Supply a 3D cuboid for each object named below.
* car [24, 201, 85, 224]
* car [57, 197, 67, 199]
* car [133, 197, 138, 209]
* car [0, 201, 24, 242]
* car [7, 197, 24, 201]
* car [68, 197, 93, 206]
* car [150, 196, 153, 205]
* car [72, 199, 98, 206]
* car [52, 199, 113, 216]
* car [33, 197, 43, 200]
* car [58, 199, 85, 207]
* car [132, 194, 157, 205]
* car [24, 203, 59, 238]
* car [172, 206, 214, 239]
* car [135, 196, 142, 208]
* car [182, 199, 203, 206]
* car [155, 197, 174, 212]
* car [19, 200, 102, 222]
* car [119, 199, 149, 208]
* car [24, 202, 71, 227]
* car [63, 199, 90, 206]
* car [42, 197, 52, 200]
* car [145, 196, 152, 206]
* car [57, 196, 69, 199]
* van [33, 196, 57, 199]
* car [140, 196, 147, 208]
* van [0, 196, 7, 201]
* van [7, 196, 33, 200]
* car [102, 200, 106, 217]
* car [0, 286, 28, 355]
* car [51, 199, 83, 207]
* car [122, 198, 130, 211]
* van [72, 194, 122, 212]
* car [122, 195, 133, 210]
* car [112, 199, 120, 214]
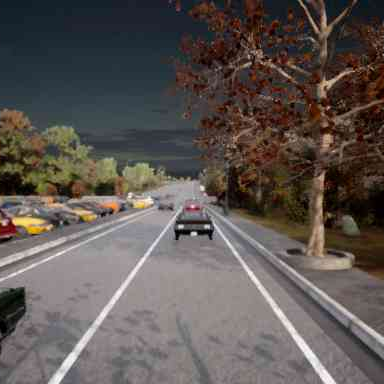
[{"bbox_3d":[-10.292,1.592,22.808,4.892,1.521,2.231,0,0,0],"label":"car"},{"bbox_3d":[-23.303,1.910,53.387,4.792,1.488,2.163,0,-1,0],"label":"car"},{"bbox_3d":[-10.255,1.767,45.018,4.892,1.521,2.231,0,-1,0],"label":"car"},{"bbox_3d":[-10.264,1.403,14.481,4.553,1.767,2.185,0,0,0],"label":"car"},{"bbox_3d":[-23.352,1.716,39.546,5.008,1.535,2.097,0,0,0],"label":"car"},{"bbox_3d":[-23.344,2.022,69.882,4.553,1.767,2.185,0,-1,0],"label":"car"},{"bbox_3d":[-10.427,2.012,61.662,5.366,1.575,1.946,0,-1,0],"label":"car"},{"bbox_3d":[-23.304,2.192,72.651,5.008,1.535,2.097,0,-1,0],"label":"car"},{"bbox_3d":[-10.247,1.683,31.136,4.792,1.488,2.163,0,0,0],"label":"car"},{"bbox_3d":[-23.369,1.795,45.083,4.792,1.488,2.163,0,-1,0],"label":"car"},{"bbox_3d":[-23.316,2.100,64.464,4.674,1.452,2.002,0,-1,0],"label":"car"},{"bbox_3d":[-10.267,1.809,64.442,5.566,2.045,2.435,0,-1,0],"label":"car"},{"bbox_3d":[-10.107,1.547,17.256,5.366,1.575,1.946,0,0,0],"label":"car"},{"bbox_3d":[0.091,1.652,17.580,1.895,1.301,4.718,0,0,0],"label":"car"},{"bbox_3d":[-10.443,1.796,47.785,5.366,1.575,1.946,0,-1,0],"label":"car"},{"bbox_3d":[0.072,1.545,35.230,2.097,1.767,4.553,0,0,0],"label":"car"},{"bbox_3d":[-3.386,1.753,44.032,1.882,1.535,5.008,0,-1,0],"label":"car"},{"bbox_3d":[-10.097,1.609,25.584,5.366,1.575,1.946,0,0,0],"label":"car"},{"bbox_3d":[-10.251,1.972,58.885,4.892,1.521,2.231,0,-1,0],"label":"car"},{"bbox_3d":[-10.283,1.572,20.032,4.892,1.521,2.231,0,0,0],"label":"car"},{"bbox_3d":[-23.286,2.134,67.234,4.792,1.488,2.163,0,-1,0],"label":"car"},{"bbox_3d":[-23.366,1.827,47.723,4.792,1.488,2.163,0,-1,0],"label":"car"},{"bbox_3d":[-10.063,1.923,56.110,5.366,1.575,1.946,0,-1,0],"label":"car"},{"bbox_3d":[-23.356,1.674,56.160,5.566,2.045,2.435,0,-1,0],"label":"car"},{"bbox_3d":[-23.451,1.610,50.497,4.442,1.987,1.878,0,-1,0],"label":"van"},{"bbox_3d":[-10.069,1.833,50.437,5.366,1.575,1.946,0,-1,0],"label":"car"},{"bbox_3d":[-23.466,1.469,36.778,4.442,1.987,1.878,0,0,0],"label":"van"},{"bbox_3d":[-23.235,1.514,42.334,4.442,1.987,1.878,0,-1,0],"label":"van"},{"bbox_3d":[-10.250,1.662,28.360,4.792,1.488,2.163,0,0,0],"label":"car"},{"bbox_3d":[-3.351,1.600,2.664,1.895,1.301,4.718,0,0,0],"label":"car"},{"bbox_3d":[-23.136,2.012,61.695,5.366,1.575,1.946,0,-1,0],"label":"car"},{"bbox_3d":[-10.296,1.745,39.465,4.792,1.488,2.163,0,0,0],"label":"car"},{"bbox_3d":[-10.387,1.469,36.691,4.442,1.987,1.878,0,0,0],"label":"van"},{"bbox_3d":[-10.295,1.614,42.240,4.553,1.767,2.185,0,-1,0],"label":"car"},{"bbox_3d":[-10.244,1.704,33.912,4.792,1.488,2.163,0,0,0],"label":"car"}]
